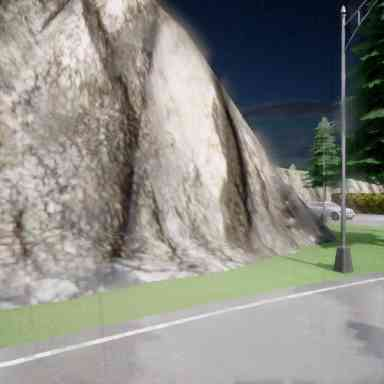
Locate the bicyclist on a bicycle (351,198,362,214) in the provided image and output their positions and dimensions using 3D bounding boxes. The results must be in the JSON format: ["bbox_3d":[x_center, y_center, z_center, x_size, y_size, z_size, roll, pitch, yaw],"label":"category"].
[{"bbox_3d":[16.488,1.453,33.370,1.656,1.620,0.582,0,0,-28],"label":"bicyclist on a bicycle"}]

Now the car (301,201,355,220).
[{"bbox_3d":[11.314,1.526,27.989,1.812,1.442,4.674,0,0,-28],"label":"car"}]
